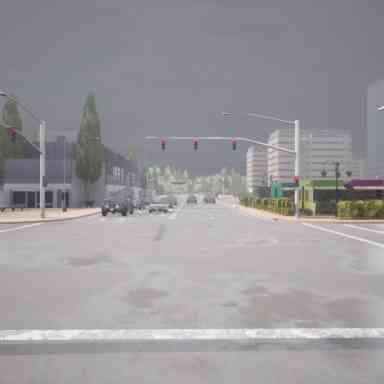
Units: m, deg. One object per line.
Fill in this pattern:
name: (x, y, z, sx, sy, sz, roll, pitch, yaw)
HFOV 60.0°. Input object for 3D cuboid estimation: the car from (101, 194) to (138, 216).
car: (-7.121, 1.221, 32.443, 2.150, 2.045, 5.566, 0, 0, 1)

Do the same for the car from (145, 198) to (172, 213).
car: (-3.609, 1.601, 36.785, 1.895, 1.301, 4.718, 0, 0, 0)

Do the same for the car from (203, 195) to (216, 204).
car: (3.486, 1.491, 63.663, 2.128, 1.511, 4.902, 0, 0, 0)

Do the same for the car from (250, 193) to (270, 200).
car: (17.750, 1.153, 86.834, 4.605, 1.855, 1.932, 0, 0, -2)

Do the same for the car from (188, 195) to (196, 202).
car: (-0.016, 1.372, 73.936, 1.837, 1.490, 4.892, 0, 0, 0)

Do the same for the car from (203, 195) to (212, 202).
car: (3.484, 1.397, 73.938, 1.812, 1.442, 4.674, 0, 0, 0)

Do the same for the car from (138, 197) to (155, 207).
car: (-7.102, 1.564, 52.288, 1.994, 1.385, 4.181, 0, 0, 0)

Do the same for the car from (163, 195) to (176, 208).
car: (-3.608, 1.505, 46.100, 1.837, 1.490, 4.892, 0, 0, 0)

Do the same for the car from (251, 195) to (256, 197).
car: (17.770, 1.156, 83.939, 3.866, 1.878, 1.905, 0, 0, -2)

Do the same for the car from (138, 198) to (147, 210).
car: (-7.109, 1.491, 42.331, 2.128, 1.511, 4.902, 0, 0, 0)

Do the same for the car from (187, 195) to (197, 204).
car: (-0.014, 1.491, 63.662, 2.128, 1.511, 4.902, 0, 0, 0)
